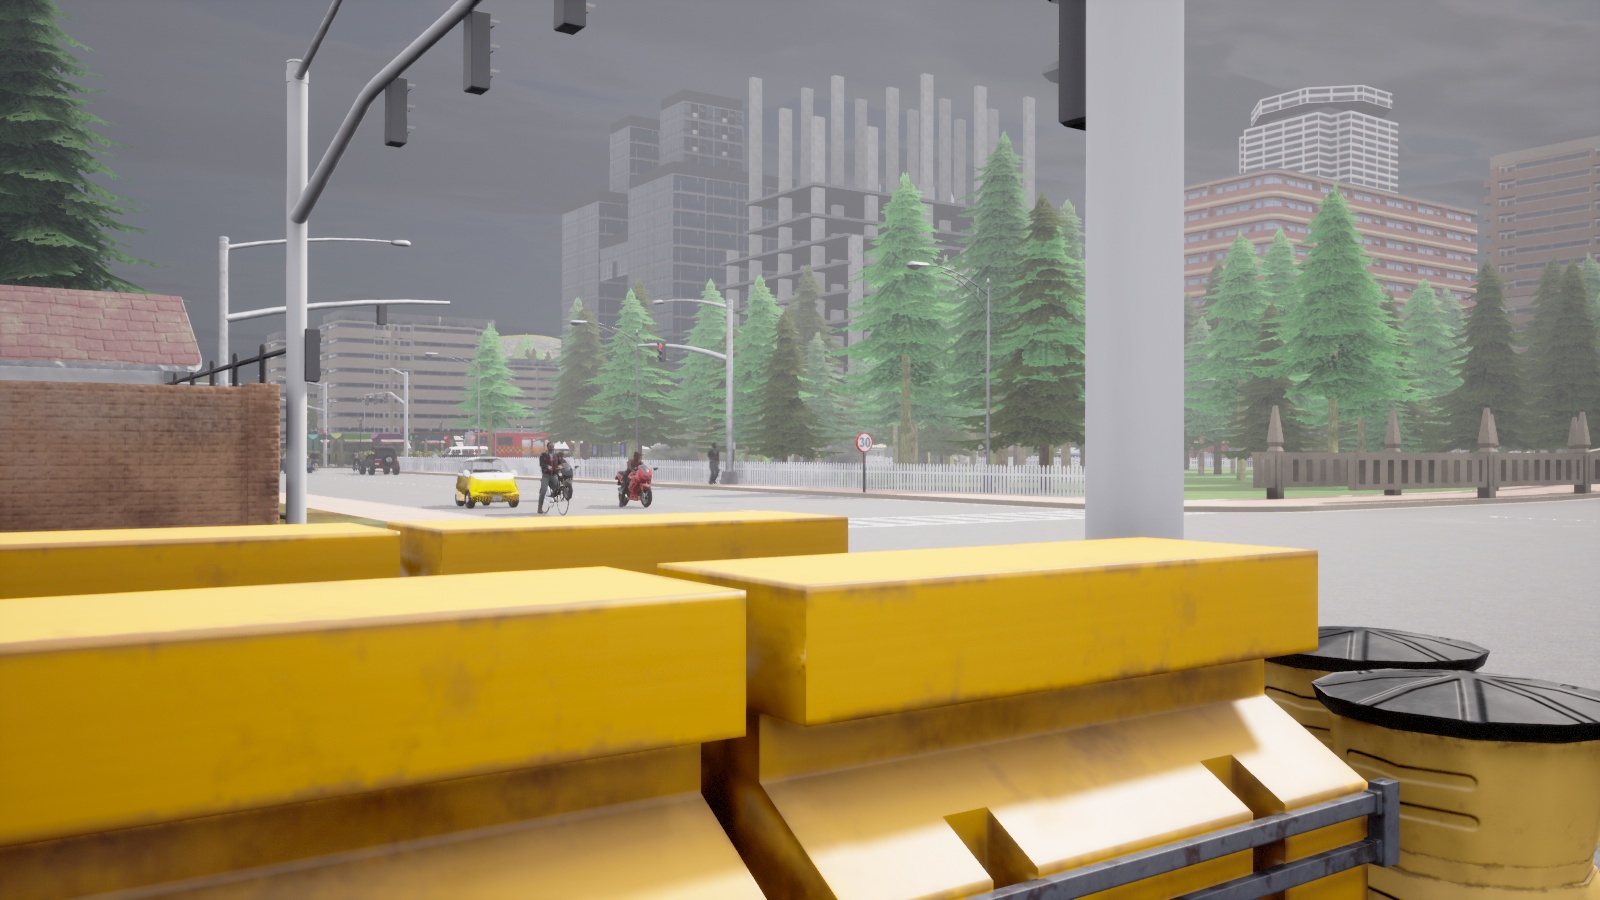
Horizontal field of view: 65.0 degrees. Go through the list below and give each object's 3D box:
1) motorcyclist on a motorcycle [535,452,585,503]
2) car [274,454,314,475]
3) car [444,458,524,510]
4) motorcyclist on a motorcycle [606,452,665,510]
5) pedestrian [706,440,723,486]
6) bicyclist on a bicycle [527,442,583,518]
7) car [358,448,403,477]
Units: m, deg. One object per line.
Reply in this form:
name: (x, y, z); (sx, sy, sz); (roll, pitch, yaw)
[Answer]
motorcyclist on a motorcycle: (-7.445, 0.838, 38.845); (0.797, 1.523, 2.044); (0, 0, -33)
car: (-35.762, 1.003, 88.727); (1.970, 1.475, 3.806); (0, 0, -33)
car: (-8.624, 0.902, 34.242); (1.481, 1.376, 2.207); (0, 0, -33)
motorcyclist on a motorcycle: (-4.504, 0.820, 34.329); (0.797, 1.523, 2.044); (0, 0, -33)
pedestrian: (-3.551, 0.539, 52.316); (0.402, 1.930, 0.666); (0, 0, -36)
bicyclist on a bicycle: (-5.881, 0.701, 30.030); (0.659, 1.776, 1.843); (0, 0, -33)
car: (-27.683, 0.802, 82.736); (1.905, 1.878, 3.866); (0, 0, -33)
